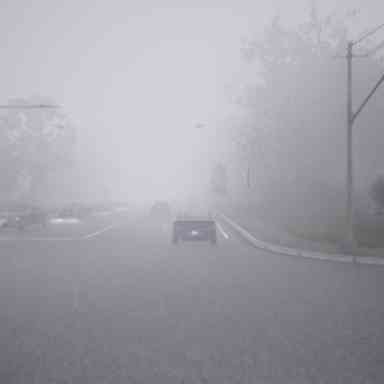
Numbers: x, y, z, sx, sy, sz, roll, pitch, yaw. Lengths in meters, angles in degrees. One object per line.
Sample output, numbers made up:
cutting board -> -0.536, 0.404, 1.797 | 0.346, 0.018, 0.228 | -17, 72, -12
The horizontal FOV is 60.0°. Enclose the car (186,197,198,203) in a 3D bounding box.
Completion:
car -> 0.004, 1.594, 50.989 | 2.033, 1.411, 5.357 | 0, 0, 0

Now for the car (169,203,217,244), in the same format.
car -> 0.101, 1.492, 15.843 | 1.882, 1.535, 5.008 | 0, 0, 0

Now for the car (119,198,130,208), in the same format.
car -> -10.496, 1.609, 49.815 | 1.994, 1.385, 4.181 | 0, 0, 0

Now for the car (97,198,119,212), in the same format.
car -> -10.497, 1.562, 39.789 | 1.812, 1.442, 4.674 | 0, 0, 0

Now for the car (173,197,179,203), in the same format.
car -> -3.494, 1.621, 62.973 | 1.994, 1.385, 4.181 | 0, 0, 0

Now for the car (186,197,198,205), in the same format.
car -> 0.005, 1.603, 61.408 | 2.033, 1.411, 5.357 | 0, 0, 0

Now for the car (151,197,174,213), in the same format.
car -> -3.397, 1.598, 36.970 | 1.994, 1.385, 4.181 | 0, 0, 0

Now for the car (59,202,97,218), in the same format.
car -> -10.523, 1.592, 30.185 | 1.994, 1.385, 4.181 | 0, 0, 2

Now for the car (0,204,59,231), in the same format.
car -> -10.584, 1.511, 20.834 | 2.128, 1.511, 4.902 | 0, 0, 0
